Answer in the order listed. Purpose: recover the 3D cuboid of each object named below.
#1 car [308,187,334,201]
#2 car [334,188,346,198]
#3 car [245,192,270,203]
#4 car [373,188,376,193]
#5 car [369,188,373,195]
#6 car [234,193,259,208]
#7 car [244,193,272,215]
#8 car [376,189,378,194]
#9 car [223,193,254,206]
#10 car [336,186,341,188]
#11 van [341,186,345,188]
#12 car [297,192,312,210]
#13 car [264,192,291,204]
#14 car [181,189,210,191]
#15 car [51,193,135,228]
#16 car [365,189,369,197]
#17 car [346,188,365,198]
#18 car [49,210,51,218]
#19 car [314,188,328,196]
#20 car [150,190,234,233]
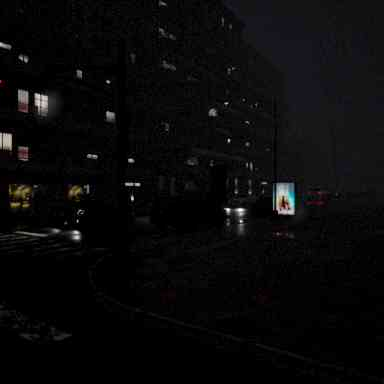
[{"bbox_3d":[18.863,0.233,49.271,2.150,2.045,5.566,0,1,35],"label":"car"},{"bbox_3d":[25.045,0.406,58.080,1.895,1.301,4.718,0,1,35],"label":"car"},{"bbox_3d":[8.933,0.754,45.170,1.802,1.307,4.206,2,2,35],"label":"car"},{"bbox_3d":[38.135,-0.012,72.198,1.887,1.381,4.507,1,2,35],"label":"car"},{"bbox_3d":[34.949,0.096,67.657,1.887,1.381,4.507,1,2,35],"label":"car"},{"bbox_3d":[5.587,0.884,35.894,1.812,1.442,4.674,0,1,35],"label":"car"},{"bbox_3d":[6.274,1.069,26.789,1.947,1.339,4.313,1,2,35],"label":"car"},{"bbox_3d":[44.506,-0.221,81.280,2.008,1.369,4.403,1,2,35],"label":"car"},{"bbox_3d":[5.748,0.828,40.630,2.008,1.369,4.403,2,2,35],"label":"car"},{"bbox_3d":[34.417,-0.239,81.486,1.967,1.590,4.097,2,2,35],"label":"car"},{"bbox_3d":[37.603,-0.446,86.023,1.690,1.788,3.998,2,2,35],"label":"van"},{"bbox_3d":[9.460,0.964,31.331,1.947,1.339,4.313,1,2,35],"label":"car"},{"bbox_3d":[11.406,0.731,44.135,1.994,1.385,4.181,0,1,36],"label":"car"},{"bbox_3d":[-0.063,0.764,27.855,2.150,2.045,5.566,0,1,36],"label":"car"},{"bbox_3d":[-5.606,1.075,19.962,2.097,1.767,4.553,0,1,35],"label":"car"},{"bbox_3d":[31.763,0.098,63.113,1.967,1.590,4.097,1,2,35],"label":"car"},{"bbox_3d":[28.577,0.309,58.576,1.887,1.381,4.507,1,2,35],"label":"car"},{"bbox_3d":[-6.991,1.009,22.464,2.192,1.841,5.009,1,2,35],"label":"car"},{"bbox_3d":[28.046,-0.025,72.406,1.967,1.590,4.097,2,2,35],"label":"car"},{"bbox_3d":[-0.097,1.026,17.701,2.192,1.841,5.009,1,2,35],"label":"car"}]
